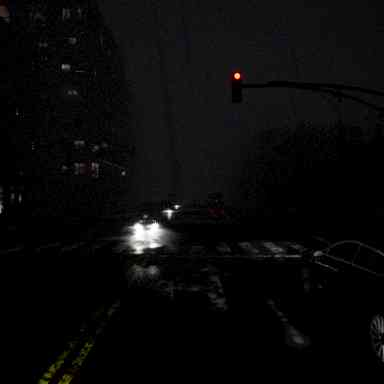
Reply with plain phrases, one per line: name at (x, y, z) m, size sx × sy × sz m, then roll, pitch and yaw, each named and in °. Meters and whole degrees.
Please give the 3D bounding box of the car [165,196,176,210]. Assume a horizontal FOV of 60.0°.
car at (-3.419, 1.571, 42.709) m, size 1.994 × 1.385 × 4.181 m, roll 0°, pitch 0°, yaw 0°

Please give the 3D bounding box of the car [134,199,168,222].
car at (-3.400, 1.519, 26.670) m, size 2.128 × 1.511 × 4.902 m, roll 0°, pitch 0°, yaw 0°

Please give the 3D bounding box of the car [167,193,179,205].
car at (-3.447, 1.235, 58.000) m, size 2.150 × 2.045 × 5.566 m, roll 0°, pitch 0°, yaw -2°

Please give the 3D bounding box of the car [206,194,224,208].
car at (3.273, 1.230, 47.240) m, size 2.150 × 2.045 × 5.566 m, roll 0°, pitch 0°, yaw 0°

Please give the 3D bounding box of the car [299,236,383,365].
car at (3.341, 1.491, 5.654) m, size 2.128 × 1.511 × 4.902 m, roll 0°, pitch 0°, yaw 0°
